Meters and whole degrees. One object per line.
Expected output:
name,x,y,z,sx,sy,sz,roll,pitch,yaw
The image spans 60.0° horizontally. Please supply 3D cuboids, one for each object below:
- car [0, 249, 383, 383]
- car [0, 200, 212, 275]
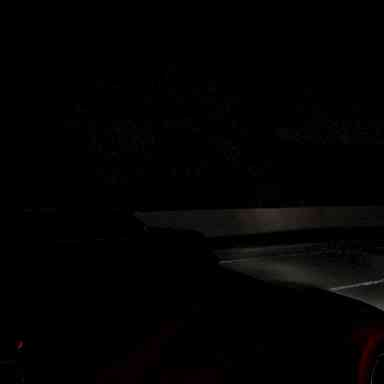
car,0.406,1.541,3.564,4.181,1.385,1.994,0,0,-32
car,-2.127,1.174,6.472,5.566,2.045,2.150,0,0,-32
